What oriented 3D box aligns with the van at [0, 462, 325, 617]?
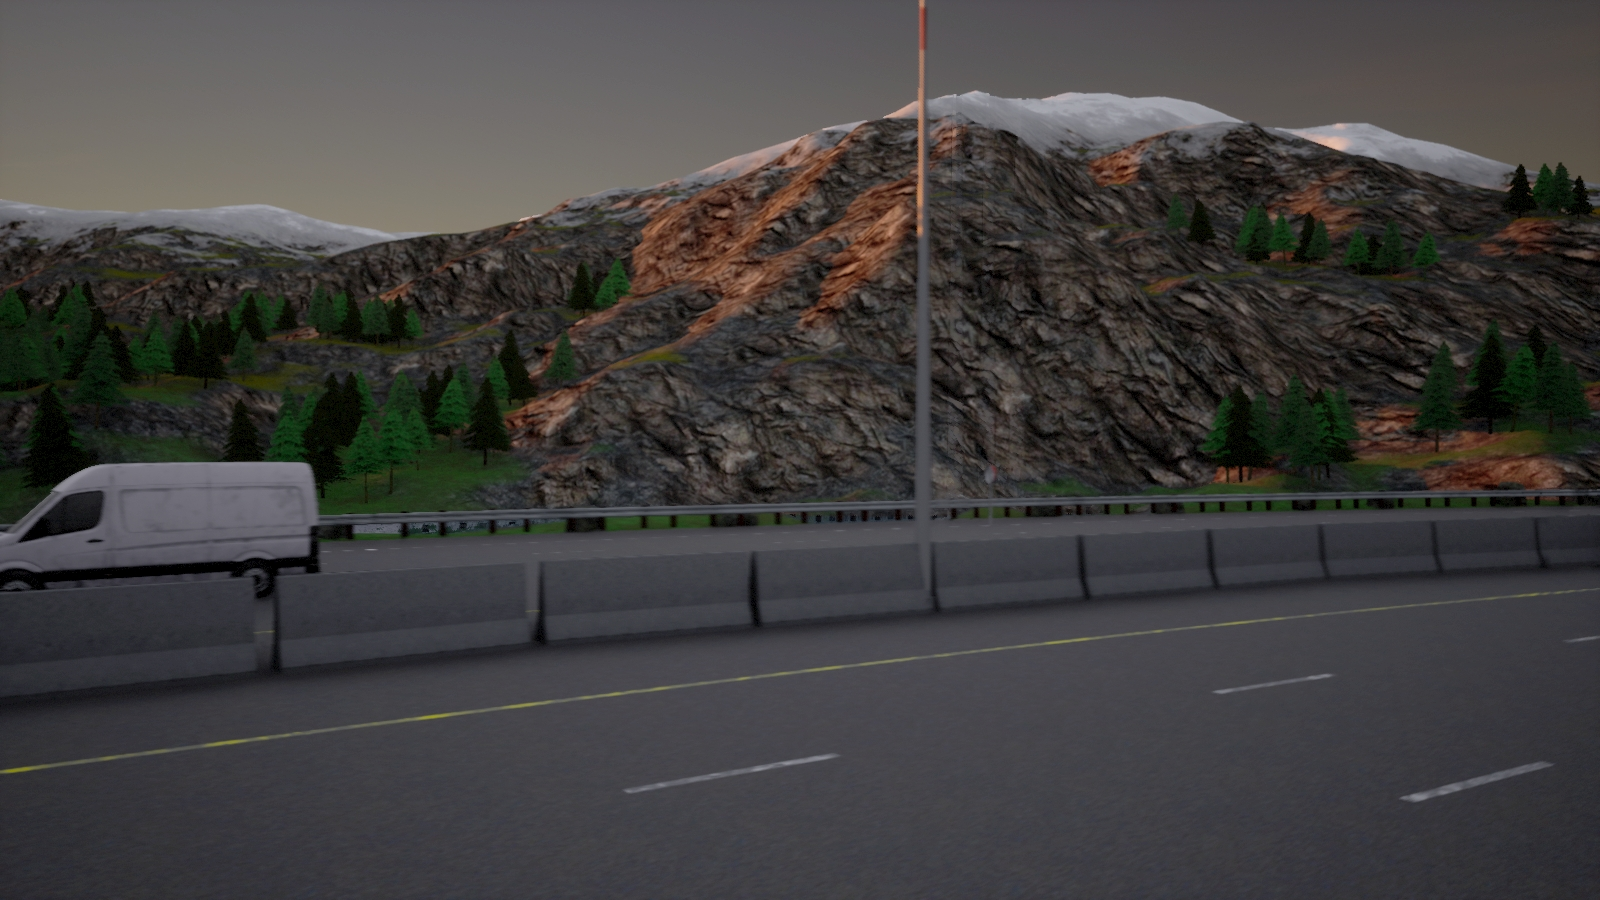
[{"bbox_3d":[-12.109,1.510,21.062,5.915,2.561,1.988,0,0,-34],"label":"van"}]
